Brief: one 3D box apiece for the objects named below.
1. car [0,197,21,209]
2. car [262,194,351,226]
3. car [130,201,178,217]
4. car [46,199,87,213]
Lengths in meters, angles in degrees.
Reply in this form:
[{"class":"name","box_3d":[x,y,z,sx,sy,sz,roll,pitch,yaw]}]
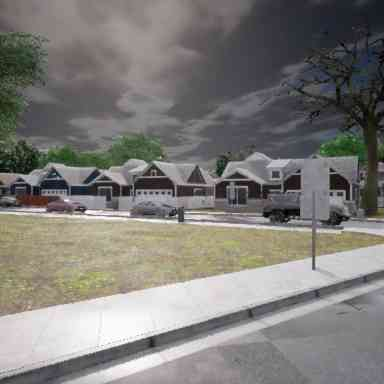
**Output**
[{"class":"car","box_3d":[-23.769,1.330,42.415,4.674,1.442,1.812,0,0,28]},{"class":"car","box_3d":[7.490,1.161,22.134,5.566,2.045,2.150,0,0,32]},{"class":"car","box_3d":[-3.175,1.454,28.280,4.181,1.385,1.994,0,0,29]},{"class":"car","box_3d":[-12.529,1.412,33.269,4.181,1.385,1.994,0,0,27]}]
